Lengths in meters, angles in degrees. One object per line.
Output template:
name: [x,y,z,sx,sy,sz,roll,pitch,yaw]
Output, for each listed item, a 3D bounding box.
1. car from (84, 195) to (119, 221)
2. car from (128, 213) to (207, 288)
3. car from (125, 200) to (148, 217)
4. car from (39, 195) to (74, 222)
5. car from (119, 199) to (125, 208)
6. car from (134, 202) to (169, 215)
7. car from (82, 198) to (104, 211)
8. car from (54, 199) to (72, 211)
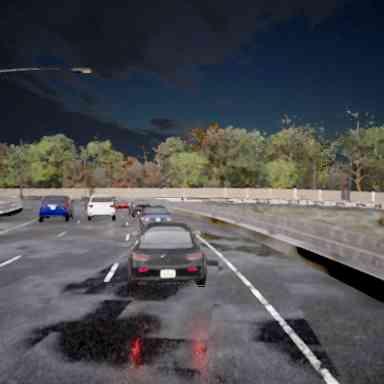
car: [-7.535,1.241,27.939,2.150,2.045,5.566,0,0,-14]
car: [-0.696,1.531,9.188,1.812,1.442,4.674,0,0,-5]
car: [-4.931,1.525,31.361,1.837,1.490,4.892,0,1,-16]
car: [-10.860,1.243,26.853,2.150,2.045,5.566,0,0,-16]
car: [-9.706,1.590,44.233,1.994,1.385,4.181,0,0,-24]
car: [-2.318,1.559,20.559,2.033,1.411,5.357,0,0,-11]
car: [-12.612,1.575,42.227,2.033,1.411,5.357,0,0,-23]
car: [-16.350,1.630,42.007,1.895,1.301,4.718,0,0,-24]
